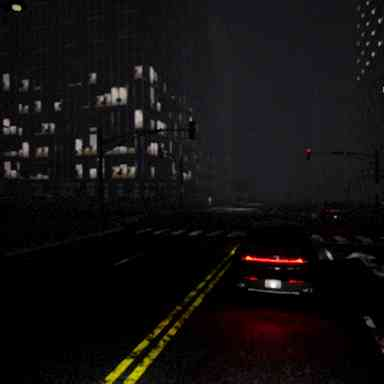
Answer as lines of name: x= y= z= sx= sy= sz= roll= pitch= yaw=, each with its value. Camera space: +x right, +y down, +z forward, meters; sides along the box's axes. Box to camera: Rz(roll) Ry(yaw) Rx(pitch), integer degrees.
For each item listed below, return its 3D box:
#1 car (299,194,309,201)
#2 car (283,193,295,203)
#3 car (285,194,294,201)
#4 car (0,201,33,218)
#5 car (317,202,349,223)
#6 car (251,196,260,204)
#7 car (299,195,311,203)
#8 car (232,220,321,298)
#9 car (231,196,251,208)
car: x=26.525 y=1.295 z=78.963 sx=1.994 sy=1.385 sz=4.181 roll=0 pitch=0 yaw=17
car: x=20.450 y=1.144 z=69.932 sx=2.150 sy=2.045 sz=5.566 roll=0 pitch=0 yaw=17
car: x=23.410 y=1.221 z=79.890 sx=1.882 sy=1.535 sz=5.008 roll=0 pitch=0 yaw=17
car: x=-15.664 y=1.430 z=28.203 sx=4.313 sy=1.339 sz=1.947 roll=1 pitch=1 yaw=18
car: x=10.794 y=1.497 z=25.677 sx=2.128 sy=1.511 sz=4.902 roll=1 pitch=1 yaw=17
car: x=11.693 y=1.466 z=63.430 sx=1.812 sy=1.442 sz=4.674 roll=0 pitch=0 yaw=17
car: x=23.556 y=1.458 z=68.976 sx=2.033 sy=1.411 sz=5.357 roll=0 pitch=0 yaw=17
car: x=2.234 y=1.499 z=8.655 sx=1.837 sy=1.490 sz=4.892 roll=0 pitch=0 yaw=17
car: x=6.727 y=1.489 z=46.919 sx=1.812 sy=1.442 sz=4.674 roll=0 pitch=0 yaw=17
